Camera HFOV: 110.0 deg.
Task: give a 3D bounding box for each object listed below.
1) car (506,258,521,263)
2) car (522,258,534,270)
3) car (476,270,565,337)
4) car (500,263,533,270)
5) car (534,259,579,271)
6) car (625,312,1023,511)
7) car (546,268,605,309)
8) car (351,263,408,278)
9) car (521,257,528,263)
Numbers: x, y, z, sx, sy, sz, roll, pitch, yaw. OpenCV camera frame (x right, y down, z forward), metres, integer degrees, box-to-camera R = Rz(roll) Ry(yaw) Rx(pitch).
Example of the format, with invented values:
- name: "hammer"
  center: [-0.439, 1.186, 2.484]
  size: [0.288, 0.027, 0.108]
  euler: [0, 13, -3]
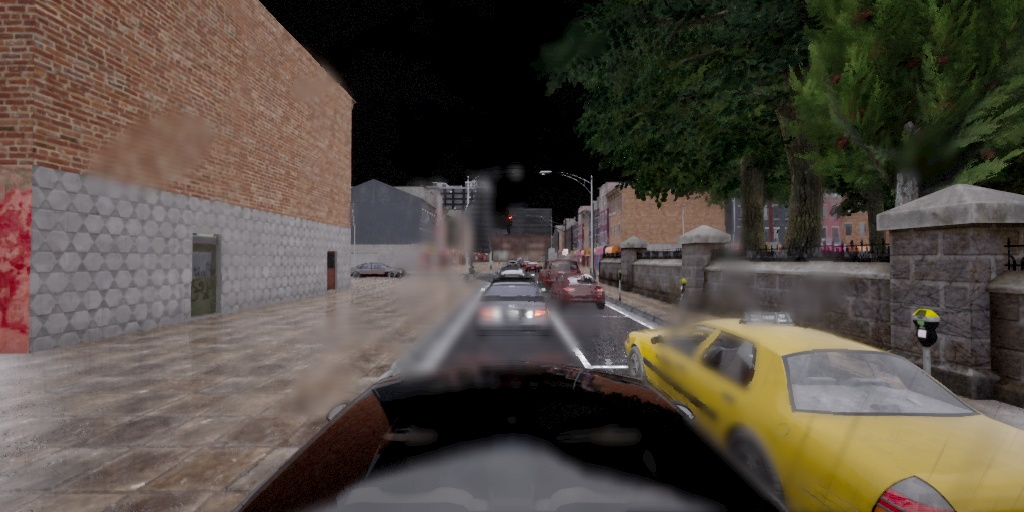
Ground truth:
- name: "car"
  center: [0.065, 1.355, 60.685]
  size: [1.837, 1.490, 4.892]
  euler: [0, 0, 0]
- name: "car"
  center: [2.610, 1.356, 46.594]
  size: [1.888, 1.381, 4.507]
  euler: [0, 0, 0]
- name: "car"
  center: [0.062, 1.300, 10.234]
  size: [2.033, 1.411, 5.357]
  euler: [0, 0, 0]
- name: "car"
  center: [0.014, 1.287, 19.946]
  size: [1.812, 1.442, 4.674]
  euler: [0, 0, 1]
- name: "car"
  center: [2.628, 1.076, 20.165]
  size: [2.192, 1.841, 5.009]
  euler: [0, 0, 0]
- name: "car"
  center: [2.639, 1.276, 3.988]
  size: [1.751, 1.417, 4.829]
  euler: [0, 0, 0]
- name: "car"
  center: [2.632, 1.338, 14.716]
  size: [1.802, 1.307, 4.207]
  euler: [0, 0, 0]
- name: "car"
  center: [-12.066, 1.290, 31.700]
  size: [5.357, 1.411, 2.033]
  euler: [0, -1, -4]
- name: "car"
  center: [2.599, 1.403, 62.905]
  size: [1.888, 1.381, 4.507]
  euler: [0, 0, 0]
